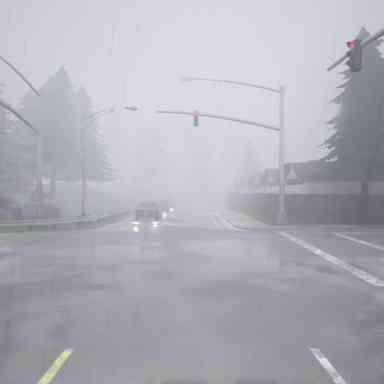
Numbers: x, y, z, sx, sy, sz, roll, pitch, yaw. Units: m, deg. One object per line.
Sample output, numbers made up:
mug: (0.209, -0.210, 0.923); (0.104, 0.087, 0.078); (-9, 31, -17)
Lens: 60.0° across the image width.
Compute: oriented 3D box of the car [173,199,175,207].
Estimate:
car: (-3.502, 1.504, 48.302); (1.837, 1.490, 4.892); (0, 0, 2)

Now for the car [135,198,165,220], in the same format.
car: (-3.596, 1.505, 28.033); (1.837, 1.490, 4.892); (0, 0, 0)

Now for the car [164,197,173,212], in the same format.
car: (-3.588, 1.564, 37.947); (1.994, 1.385, 4.181); (0, 0, 0)
